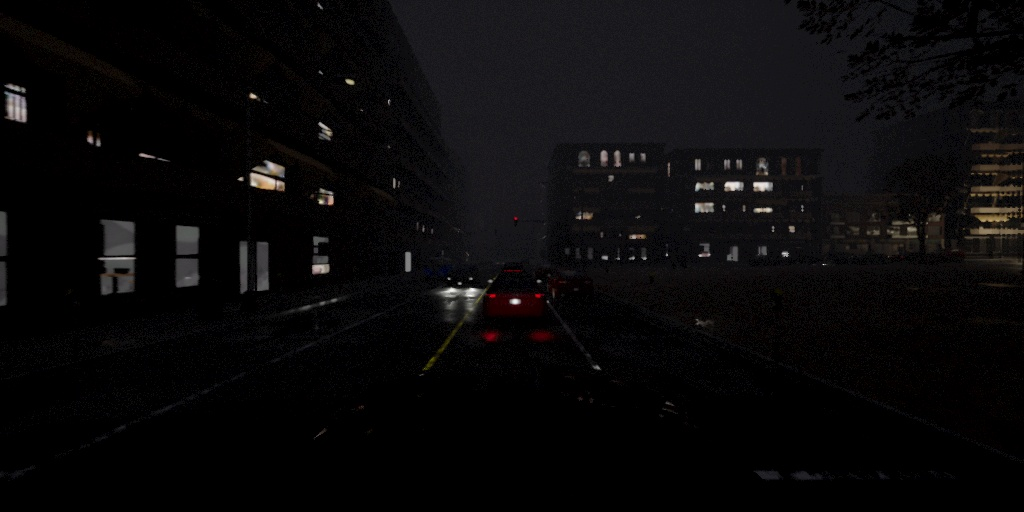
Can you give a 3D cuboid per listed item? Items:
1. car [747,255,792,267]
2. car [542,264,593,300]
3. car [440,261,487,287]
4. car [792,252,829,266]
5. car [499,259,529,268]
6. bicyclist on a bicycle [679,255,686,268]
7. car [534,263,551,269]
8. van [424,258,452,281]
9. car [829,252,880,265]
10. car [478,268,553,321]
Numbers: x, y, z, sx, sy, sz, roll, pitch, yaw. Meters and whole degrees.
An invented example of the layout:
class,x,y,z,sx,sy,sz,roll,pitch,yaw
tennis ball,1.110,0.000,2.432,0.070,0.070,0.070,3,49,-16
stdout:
class,x,y,z,sx,sy,sz,roll,pitch,yaw
car,32.483,0.697,45.753,4.403,1.370,2.007,0,0,-1
car,2.691,1.254,17.258,1.888,1.381,4.507,0,0,0
car,-3.091,1.240,23.901,2.033,1.411,5.357,0,0,0
car,39.369,0.529,48.533,4.892,1.490,1.837,-1,1,-1
car,0.098,1.190,27.043,1.837,1.490,4.892,0,0,0
bicyclist on a bicycle,20.250,0.671,42.626,0.582,1.620,1.656,-1,0,-1
car,2.692,1.228,28.309,1.888,1.381,4.507,0,0,0
van,-5.688,1.023,28.311,1.690,1.789,3.998,0,0,0
car,43.620,0.524,45.908,4.403,1.370,2.007,0,0,-1
car,0.096,1.284,12.300,1.994,1.385,4.181,0,0,0
